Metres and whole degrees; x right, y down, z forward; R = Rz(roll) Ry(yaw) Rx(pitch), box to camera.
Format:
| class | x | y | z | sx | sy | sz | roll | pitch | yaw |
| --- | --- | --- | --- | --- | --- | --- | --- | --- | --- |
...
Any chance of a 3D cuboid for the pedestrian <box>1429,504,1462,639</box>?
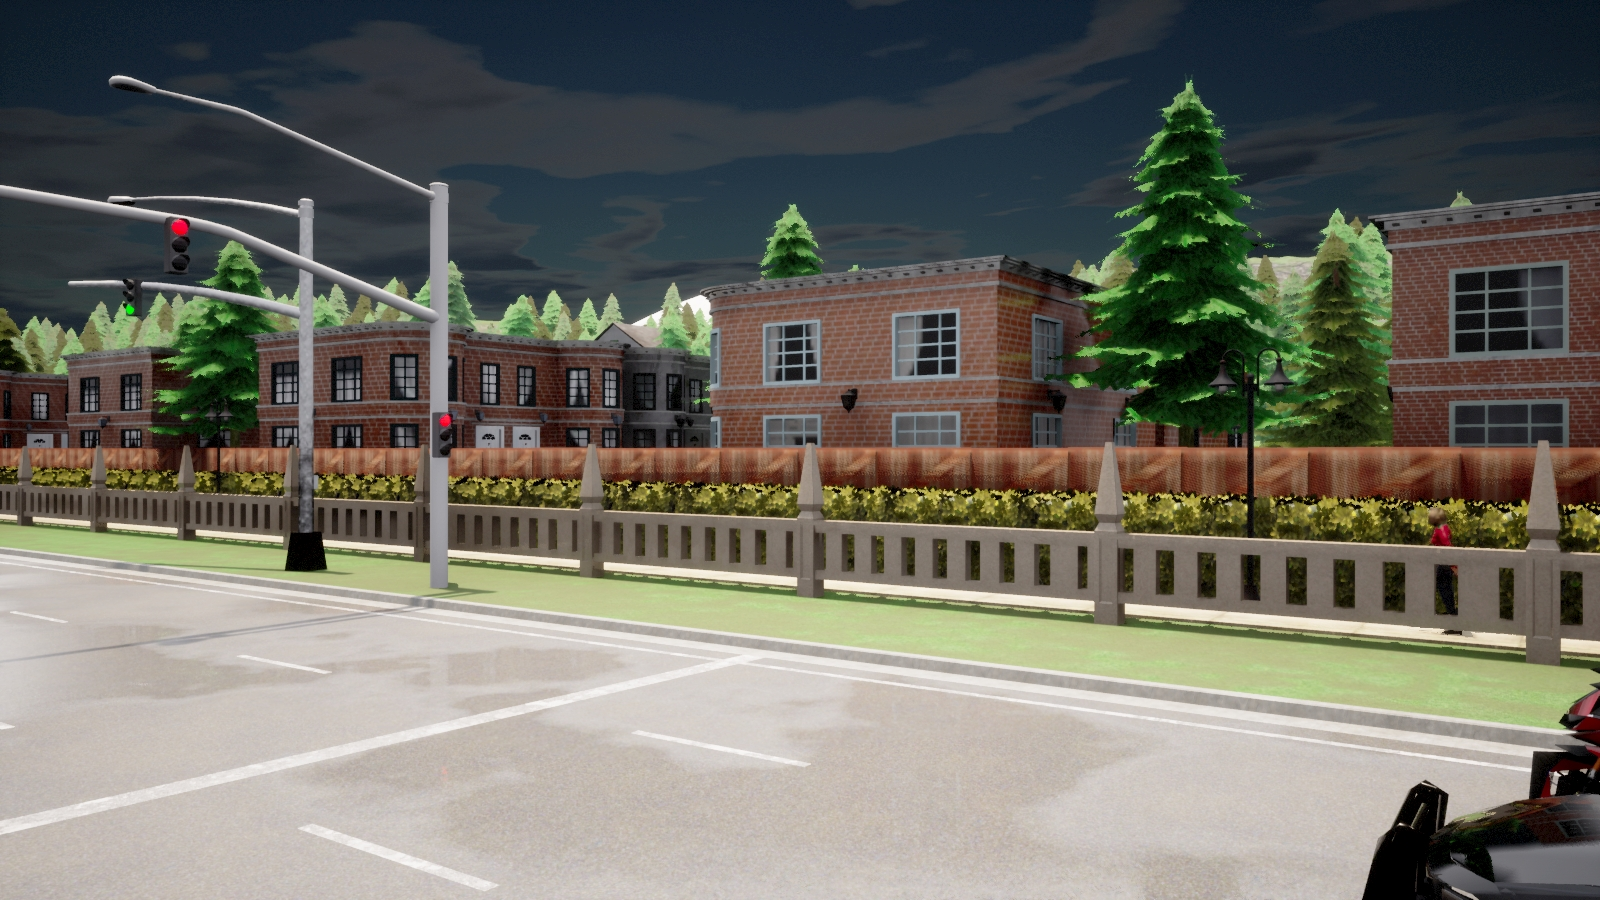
| class | x | y | z | sx | sy | sz | roll | pitch | yaw |
| --- | --- | --- | --- | --- | --- | --- | --- | --- | --- |
| pedestrian | 9.147 | 1.700 | 16.181 | 0.375 | 1.860 | 0.375 | 0 | 0 | 35 |

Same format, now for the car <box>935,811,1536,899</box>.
| class | x | y | z | sx | sy | sz | roll | pitch | yaw |
| --- | --- | --- | --- | --- | --- | --- | --- | --- | --- |
| car | 2.178 | 2.065 | 2.259 | 4.193 | 1.474 | 1.816 | 0 | 0 | 35 |

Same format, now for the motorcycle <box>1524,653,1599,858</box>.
| class | x | y | z | sx | sy | sz | roll | pitch | yaw |
| --- | --- | --- | --- | --- | --- | --- | --- | --- | --- |
| motorcycle | 6.334 | 2.205 | 7.895 | 2.209 | 1.251 | 0.867 | 0 | 0 | 35 |

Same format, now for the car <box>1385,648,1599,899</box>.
| class | x | y | z | sx | sy | sz | roll | pitch | yaw |
| --- | --- | --- | --- | --- | --- | --- | --- | --- | --- |
| car | 5.302 | 1.983 | 4.345 | 5.238 | 1.638 | 2.097 | 0 | 0 | 35 |
